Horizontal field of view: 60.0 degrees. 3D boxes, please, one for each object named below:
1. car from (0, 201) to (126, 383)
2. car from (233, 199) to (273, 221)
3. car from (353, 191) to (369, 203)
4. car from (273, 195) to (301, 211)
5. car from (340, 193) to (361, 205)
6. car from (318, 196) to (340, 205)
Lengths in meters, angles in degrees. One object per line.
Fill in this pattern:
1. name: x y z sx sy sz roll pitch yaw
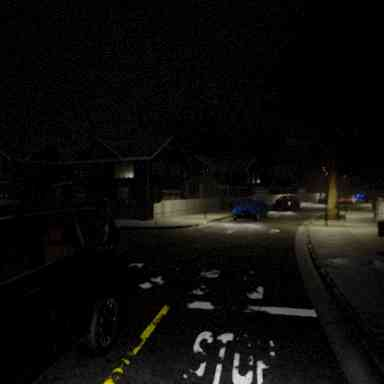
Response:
1. car: -2.453 1.109 3.329 2.150 2.045 5.566 0 0 10
2. car: 4.682 1.359 26.103 1.882 1.535 5.008 0 0 25
3. car: 30.393 0.842 60.106 2.150 2.045 5.566 0 0 36
4. car: 10.509 1.170 36.951 2.097 1.767 4.553 0 0 33
5. car: 24.524 1.293 52.014 1.895 1.301 4.718 0 0 36
6. car: 21.376 1.302 52.434 1.895 1.301 4.718 0 0 37
